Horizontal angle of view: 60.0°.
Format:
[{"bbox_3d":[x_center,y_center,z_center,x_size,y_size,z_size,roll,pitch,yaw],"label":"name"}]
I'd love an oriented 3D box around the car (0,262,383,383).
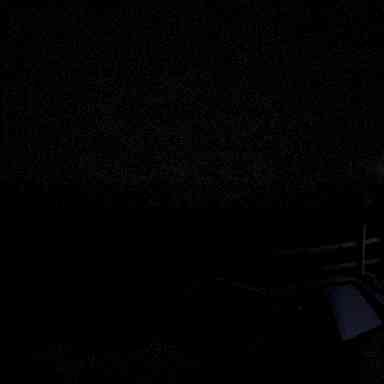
[{"bbox_3d":[0.778,1.577,3.624,5.357,1.411,2.033,1,0,-35],"label":"car"}]
